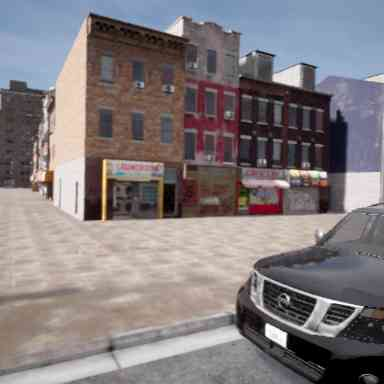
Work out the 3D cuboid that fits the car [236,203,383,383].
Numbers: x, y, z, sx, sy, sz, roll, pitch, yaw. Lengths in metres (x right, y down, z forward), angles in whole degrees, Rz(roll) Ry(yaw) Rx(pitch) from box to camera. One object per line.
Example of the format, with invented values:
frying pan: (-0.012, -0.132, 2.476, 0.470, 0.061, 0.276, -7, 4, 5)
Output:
car: (3.327, 1.201, 4.862, 5.566, 2.045, 2.150, 1, 1, -29)
